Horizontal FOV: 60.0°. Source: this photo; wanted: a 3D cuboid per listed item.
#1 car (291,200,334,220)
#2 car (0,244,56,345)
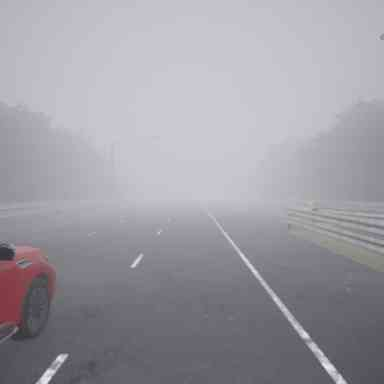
[{"bbox_3d":[9.963,1.431,28.312,1.801,1.575,5.366,0,0,-12],"label":"car"},{"bbox_3d":[-3.402,1.211,3.336,2.150,2.045,5.566,0,0,0],"label":"car"}]
